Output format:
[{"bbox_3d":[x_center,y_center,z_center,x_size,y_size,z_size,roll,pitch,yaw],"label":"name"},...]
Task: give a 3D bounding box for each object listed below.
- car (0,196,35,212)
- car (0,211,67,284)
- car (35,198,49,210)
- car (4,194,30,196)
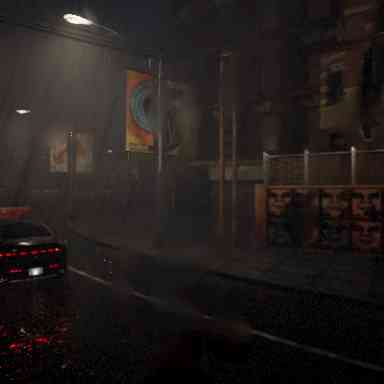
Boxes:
[{"bbox_3d":[-13.596,1.385,25.174,2.097,1.767,4.553,0,0,-17],"label":"car"},{"bbox_3d":[-5.057,1.518,9.247,1.837,1.490,4.892,0,0,-41],"label":"car"},{"bbox_3d":[-20.544,1.566,42.658,1.837,1.490,4.892,-1,0,16],"label":"car"},{"bbox_3d":[-23.810,1.276,44.057,2.150,2.045,5.566,0,0,17],"label":"car"}]
